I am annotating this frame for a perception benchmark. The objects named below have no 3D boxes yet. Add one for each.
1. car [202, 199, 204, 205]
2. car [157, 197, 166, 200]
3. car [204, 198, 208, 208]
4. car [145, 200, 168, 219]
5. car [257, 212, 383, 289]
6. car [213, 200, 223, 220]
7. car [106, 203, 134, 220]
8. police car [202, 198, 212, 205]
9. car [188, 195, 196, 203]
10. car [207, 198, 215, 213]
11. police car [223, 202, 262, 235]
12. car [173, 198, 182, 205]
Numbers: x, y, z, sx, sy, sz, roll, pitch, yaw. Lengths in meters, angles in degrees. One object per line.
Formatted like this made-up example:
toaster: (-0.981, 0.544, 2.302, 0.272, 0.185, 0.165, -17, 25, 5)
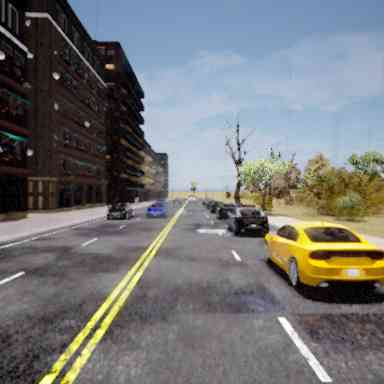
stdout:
car: (3.266, 2.019, 64.019, 2.128, 1.511, 4.902, 0, 0, 0)
car: (-6.482, 1.898, 71.872, 1.812, 1.442, 4.674, 0, 0, 0)
car: (3.263, 1.941, 53.019, 1.837, 1.490, 4.892, 0, 0, 0)
car: (-3.333, 1.792, 32.368, 1.812, 1.442, 4.674, 0, -1, 0)
car: (3.355, 1.556, 9.386, 1.882, 1.535, 5.008, 0, -1, 0)
car: (3.258, 1.760, 31.018, 1.837, 1.490, 4.892, 0, 0, 0)
car: (-6.583, 1.761, 30.902, 1.837, 1.490, 4.892, 0, -1, 0)
police car: (3.269, 2.122, 75.020, 2.038, 1.542, 4.974, 0, 0, 0)
car: (0.021, 1.743, 85.628, 2.150, 2.045, 5.566, 0, 0, 0)
car: (3.261, 1.851, 42.019, 1.837, 1.490, 4.892, 0, 0, 0)
police car: (3.256, 1.592, 20.129, 1.930, 1.638, 5.238, 0, 0, 0)
car: (-3.232, 2.026, 73.323, 2.128, 1.511, 4.902, 0, 0, 0)
